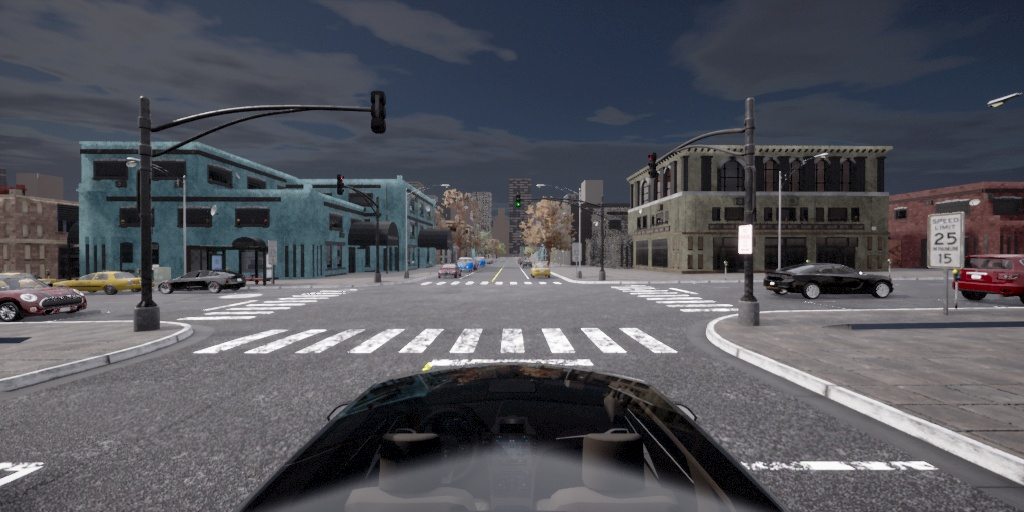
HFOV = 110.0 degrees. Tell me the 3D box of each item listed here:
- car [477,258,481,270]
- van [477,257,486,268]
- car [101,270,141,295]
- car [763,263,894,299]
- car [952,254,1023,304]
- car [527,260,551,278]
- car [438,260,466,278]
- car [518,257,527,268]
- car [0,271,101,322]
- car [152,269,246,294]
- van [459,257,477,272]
[{"bbox_3d":[-5.777,1.294,50.080,1.888,1.381,4.507,0,0,0],"label":"car"},{"bbox_3d":[-5.798,1.088,61.172,1.690,1.789,3.998,0,0,0],"label":"van"},{"bbox_3d":[-24.048,1.504,21.116,4.829,1.417,1.751,0,0,-1],"label":"car"},{"bbox_3d":[14.179,1.053,16.175,5.008,1.535,1.882,-1,1,-1],"label":"car"},{"bbox_3d":[19.925,0.844,13.603,5.009,1.841,2.192,0,0,-1],"label":"car"},{"bbox_3d":[2.634,1.275,33.627,1.751,1.417,4.829,0,0,0],"label":"car"},{"bbox_3d":[-5.746,1.331,33.441,1.802,1.307,4.207,0,0,0],"label":"car"},{"bbox_3d":[2.583,1.298,61.188,2.007,1.370,4.403,0,0,0],"label":"car"},{"bbox_3d":[-18.090,1.424,12.885,4.097,1.591,1.967,0,0,-1],"label":"car"},{"bbox_3d":[-18.225,1.477,21.231,4.313,1.339,1.948,0,0,-1],"label":"car"},{"bbox_3d":[-5.766,1.090,44.533,1.690,1.789,3.998,0,0,0],"label":"van"}]
